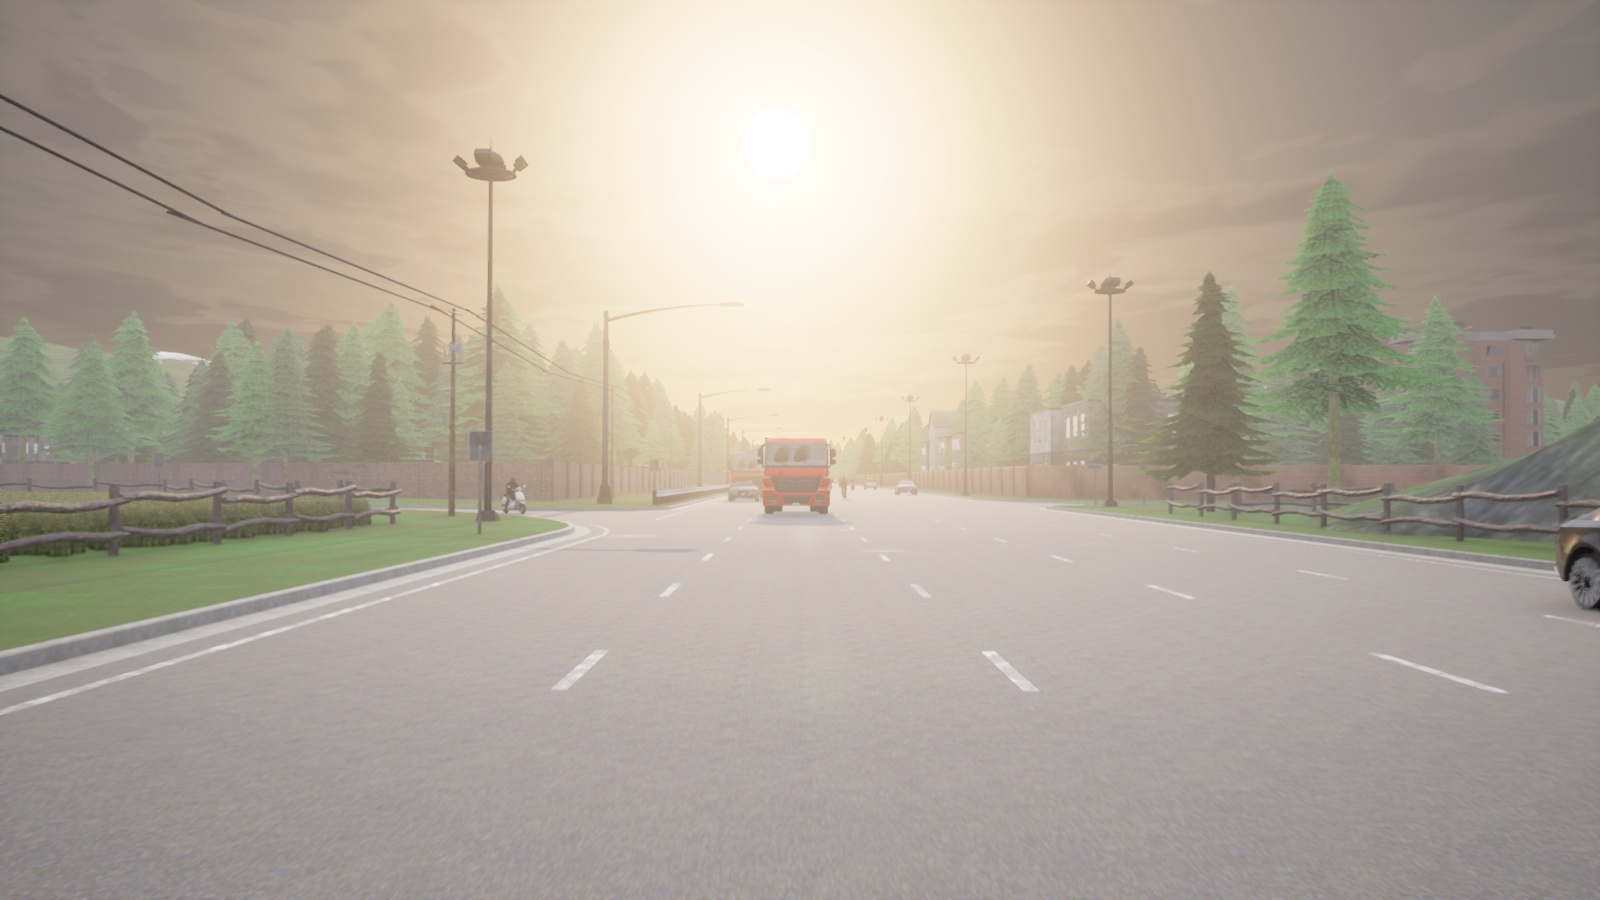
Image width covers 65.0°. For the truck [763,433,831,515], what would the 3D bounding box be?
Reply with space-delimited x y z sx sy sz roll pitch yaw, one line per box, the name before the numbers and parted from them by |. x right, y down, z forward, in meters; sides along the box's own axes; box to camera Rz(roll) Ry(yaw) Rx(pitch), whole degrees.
truck | -0.151 1.115 57.351 2.891 3.462 7.936 0 -1 0

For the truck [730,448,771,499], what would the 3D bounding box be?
truck | -3.755 1.837 97.452 2.891 3.827 8.468 0 -1 0

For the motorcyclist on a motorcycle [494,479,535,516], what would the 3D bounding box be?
motorcyclist on a motorcycle | -12.216 2.020 53.777 1.817 1.590 0.866 -1 -2 45

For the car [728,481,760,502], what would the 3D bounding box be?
car | -3.717 2.777 84.474 1.994 1.385 4.181 0 -1 0

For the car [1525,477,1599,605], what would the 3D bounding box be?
car | 10.464 1.044 13.793 2.128 1.511 4.902 0 -1 0
